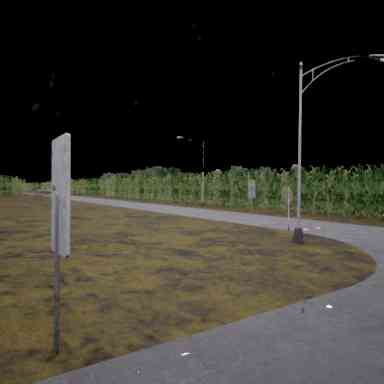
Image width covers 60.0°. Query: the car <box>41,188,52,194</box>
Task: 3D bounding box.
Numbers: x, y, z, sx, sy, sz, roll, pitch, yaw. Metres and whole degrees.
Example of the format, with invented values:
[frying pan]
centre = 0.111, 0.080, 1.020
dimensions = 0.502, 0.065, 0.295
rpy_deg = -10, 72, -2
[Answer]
[car]
centre = -35.807, -0.087, 84.164
dimensions = 2.128, 1.511, 4.902
rpy_deg = 1, 1, -35
